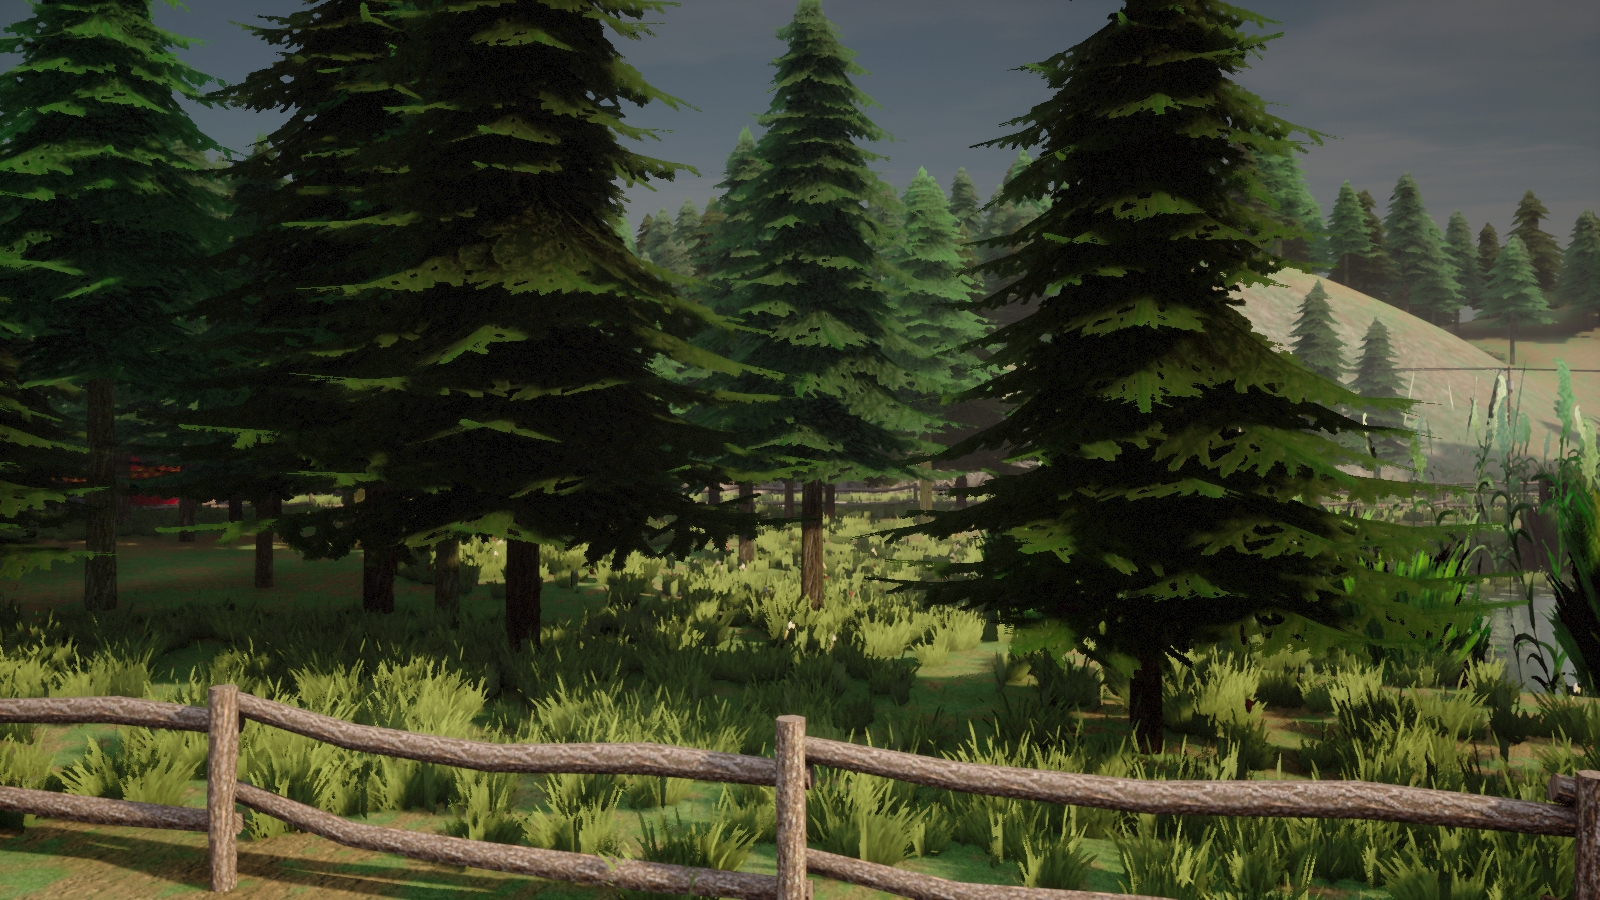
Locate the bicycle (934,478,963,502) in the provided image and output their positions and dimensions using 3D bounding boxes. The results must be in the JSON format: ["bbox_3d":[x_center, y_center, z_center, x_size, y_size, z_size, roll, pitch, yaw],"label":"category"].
[{"bbox_3d":[8.085,2.158,62.148,1.487,1.276,0.859,0,0,3],"label":"bicycle"}]

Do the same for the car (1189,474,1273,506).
[{"bbox_3d":[22.026,2.026,58.540,3.705,1.549,1.789,0,0,7],"label":"car"}]
